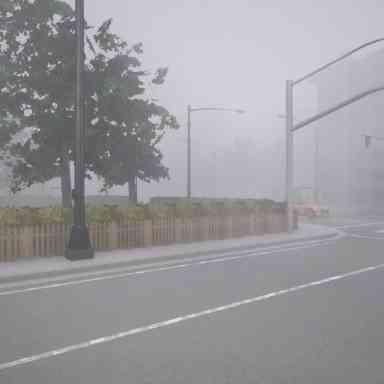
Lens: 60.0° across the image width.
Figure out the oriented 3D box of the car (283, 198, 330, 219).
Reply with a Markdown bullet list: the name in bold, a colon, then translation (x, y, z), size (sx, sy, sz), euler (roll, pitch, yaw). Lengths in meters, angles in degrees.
- **car**: translation (9.862, 1.352, 29.548), size (2.097, 1.767, 4.553), euler (0, 0, -35)
